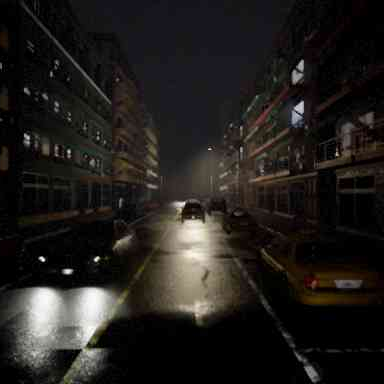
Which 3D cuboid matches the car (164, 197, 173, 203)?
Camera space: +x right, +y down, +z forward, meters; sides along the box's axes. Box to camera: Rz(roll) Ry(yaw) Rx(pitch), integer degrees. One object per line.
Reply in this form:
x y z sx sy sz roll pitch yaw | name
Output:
-5.700 1.965 81.745 1.802 1.307 4.206 0 0 0 | car

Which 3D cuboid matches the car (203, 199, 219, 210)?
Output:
2.685 1.770 47.655 2.008 1.369 4.403 0 0 0 | car

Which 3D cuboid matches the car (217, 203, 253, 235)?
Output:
2.690 1.613 19.412 1.752 1.417 4.829 0 0 0 | car

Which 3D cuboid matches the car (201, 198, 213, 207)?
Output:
2.684 1.818 59.020 1.887 1.381 4.507 0 0 0 | car

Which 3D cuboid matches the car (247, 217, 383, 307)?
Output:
2.691 1.562 8.048 1.752 1.417 4.829 0 0 0 | car

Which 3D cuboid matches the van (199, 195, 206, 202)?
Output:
2.680 1.755 87.432 1.690 1.788 3.998 0 0 0 | van

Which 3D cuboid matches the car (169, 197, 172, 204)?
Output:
-5.698 1.893 70.380 1.947 1.339 4.313 0 0 0 | car

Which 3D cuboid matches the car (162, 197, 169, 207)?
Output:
-5.697 1.838 59.016 1.947 1.339 4.313 0 0 0 | car

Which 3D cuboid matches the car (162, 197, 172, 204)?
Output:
-5.699 1.900 76.062 1.887 1.381 4.507 0 0 0 | car

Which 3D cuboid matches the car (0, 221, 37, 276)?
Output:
-5.688 1.475 7.874 1.967 1.590 4.097 0 0 0 | car

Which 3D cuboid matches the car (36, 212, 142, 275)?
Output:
-3.059 1.596 10.876 2.033 1.411 5.357 0 0 0 | car

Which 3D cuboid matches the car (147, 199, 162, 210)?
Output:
-5.695 1.800 47.651 1.802 1.307 4.206 0 0 0 | car

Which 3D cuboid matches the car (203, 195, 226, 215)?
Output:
2.688 1.480 36.291 2.192 1.841 5.009 0 0 0 | car

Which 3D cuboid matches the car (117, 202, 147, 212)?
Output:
-5.693 1.704 30.603 1.947 1.339 4.313 0 0 0 | car

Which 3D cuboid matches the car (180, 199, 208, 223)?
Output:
0.092 1.628 27.161 1.837 1.490 4.892 0 0 0 | car

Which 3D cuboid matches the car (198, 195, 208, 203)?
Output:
2.681 1.700 81.750 2.192 1.841 5.009 0 0 0 | car

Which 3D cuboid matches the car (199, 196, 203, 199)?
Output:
0.090 1.696 44.835 2.128 1.511 4.902 0 0 0 | car
